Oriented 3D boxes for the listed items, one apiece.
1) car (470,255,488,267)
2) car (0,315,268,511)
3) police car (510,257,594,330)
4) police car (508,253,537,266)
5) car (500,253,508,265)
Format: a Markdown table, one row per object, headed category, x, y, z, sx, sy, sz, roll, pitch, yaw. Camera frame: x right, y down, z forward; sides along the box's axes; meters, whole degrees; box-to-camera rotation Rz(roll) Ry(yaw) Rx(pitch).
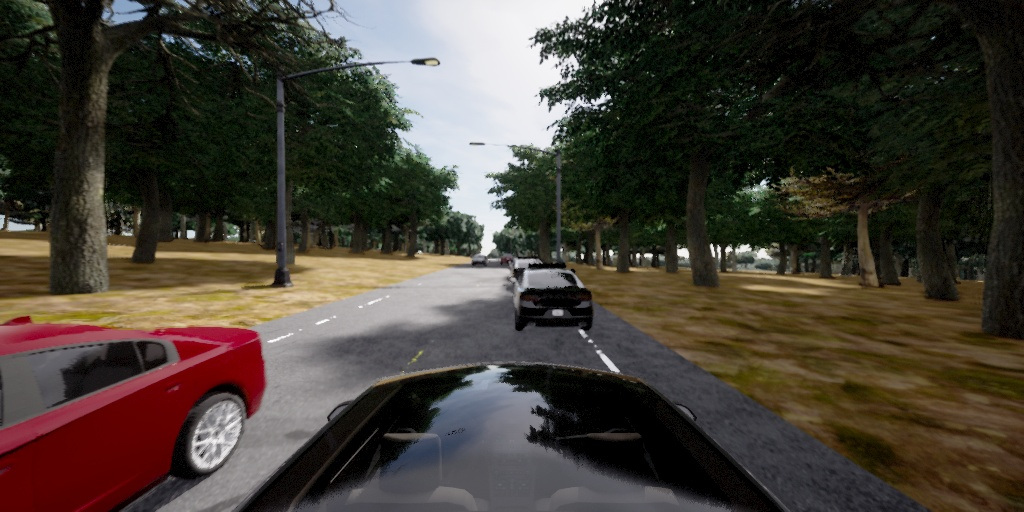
| category | x | y | z | sx | sy | sz | roll | pitch | yaw |
| --- | --- | --- | --- | --- | --- | --- | --- | --- | --- |
| car | -4.110 | 0.578 | 45.548 | 1.837 | 1.490 | 4.892 | 0 | 0 | -1 |
| car | -3.602 | 1.226 | 1.815 | 1.882 | 1.535 | 5.008 | 0 | 1 | 0 |
| police car | 0.995 | 1.006 | 10.534 | 1.930 | 1.638 | 5.238 | 0 | 1 | 0 |
| police car | 0.889 | 0.826 | 20.545 | 1.930 | 1.638 | 5.238 | -1 | 1 | -1 |
| car | -0.620 | 0.340 | 52.563 | 2.097 | 1.767 | 4.553 | 0 | 1 | -1 |
